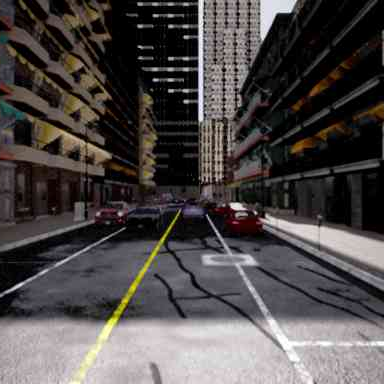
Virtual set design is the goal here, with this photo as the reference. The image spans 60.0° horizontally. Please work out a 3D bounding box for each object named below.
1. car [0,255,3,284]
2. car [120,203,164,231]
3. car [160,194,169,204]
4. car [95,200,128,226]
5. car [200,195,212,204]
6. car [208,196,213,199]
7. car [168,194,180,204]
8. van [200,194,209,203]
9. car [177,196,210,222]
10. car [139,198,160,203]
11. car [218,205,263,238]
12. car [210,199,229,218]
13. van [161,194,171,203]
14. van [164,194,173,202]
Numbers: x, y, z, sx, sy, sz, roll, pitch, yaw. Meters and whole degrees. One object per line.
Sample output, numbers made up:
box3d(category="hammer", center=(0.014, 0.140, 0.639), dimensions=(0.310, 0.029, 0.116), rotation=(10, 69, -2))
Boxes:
box3d(category="car", center=(-5.307, 1.430, 5.912), dimensions=(1.967, 1.590, 4.097), rotation=(0, 0, 0))
box3d(category="car", center=(-2.842, 1.569, 20.539), dimensions=(1.895, 1.301, 4.718), rotation=(0, 0, 0))
box3d(category="car", center=(-5.284, 1.395, 62.811), dimensions=(1.967, 1.590, 4.097), rotation=(0, 0, 0))
box3d(category="car", center=(-5.300, 1.406, 22.982), dimensions=(1.967, 1.590, 4.097), rotation=(0, 0, 0))
box3d(category="car", center=(2.596, 1.395, 62.812), dimensions=(1.967, 1.590, 4.097), rotation=(0, 0, 0))
box3d(category="car", center=(2.586, 1.517, 40.055), dimensions=(1.947, 1.339, 4.313), rotation=(0, 0, 0))
box3d(category="car", center=(-2.756, 1.447, 62.593), dimensions=(2.128, 1.511, 4.902), rotation=(0, 0, 1))
box3d(category="van", center=(2.599, 1.301, 68.503), dimensions=(1.690, 1.788, 3.998), rotation=(0, 0, 0))
box3d(category="car", center=(0.112, 1.391, 26.299), dimensions=(2.033, 1.649, 4.856), rotation=(0, 0, 0))
box3d(category="car", center=(-5.294, 1.517, 40.052), dimensions=(1.947, 1.339, 4.313), rotation=(0, 0, 0))
box3d(category="car", center=(2.577, 1.554, 17.297), dimensions=(1.802, 1.307, 4.206), rotation=(0, 0, 0))
box3d(category="car", center=(2.582, 1.541, 28.675), dimensions=(1.802, 1.307, 4.206), rotation=(0, 0, 0))
box3d(category="van", center=(-5.281, 1.301, 68.500), dimensions=(1.690, 1.788, 3.998), rotation=(0, 0, 0))
box3d(category="van", center=(-5.279, 1.307, 74.190), dimensions=(1.690, 1.788, 3.998), rotation=(0, 0, 0))
